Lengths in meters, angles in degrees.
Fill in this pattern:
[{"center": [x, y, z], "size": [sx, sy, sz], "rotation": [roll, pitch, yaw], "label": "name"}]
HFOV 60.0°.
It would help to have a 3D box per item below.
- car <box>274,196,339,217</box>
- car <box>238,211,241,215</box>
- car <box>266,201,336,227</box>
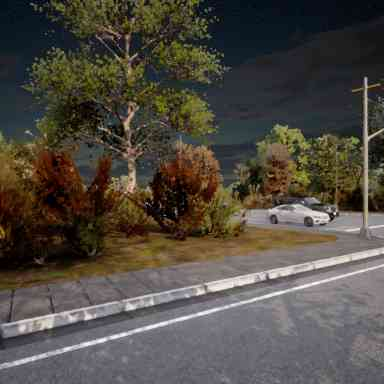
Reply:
[{"center": [9.084, 1.316, 27.263], "size": [2.150, 2.045, 5.566], "rotation": [0, -1, -37], "label": "car"}, {"center": [2.854, 1.589, 34.535], "size": [2.097, 1.767, 4.553], "rotation": [0, -1, -42], "label": "car"}, {"center": [7.401, 1.600, 23.669], "size": [1.812, 1.442, 4.674], "rotation": [0, -1, -38], "label": "car"}]
